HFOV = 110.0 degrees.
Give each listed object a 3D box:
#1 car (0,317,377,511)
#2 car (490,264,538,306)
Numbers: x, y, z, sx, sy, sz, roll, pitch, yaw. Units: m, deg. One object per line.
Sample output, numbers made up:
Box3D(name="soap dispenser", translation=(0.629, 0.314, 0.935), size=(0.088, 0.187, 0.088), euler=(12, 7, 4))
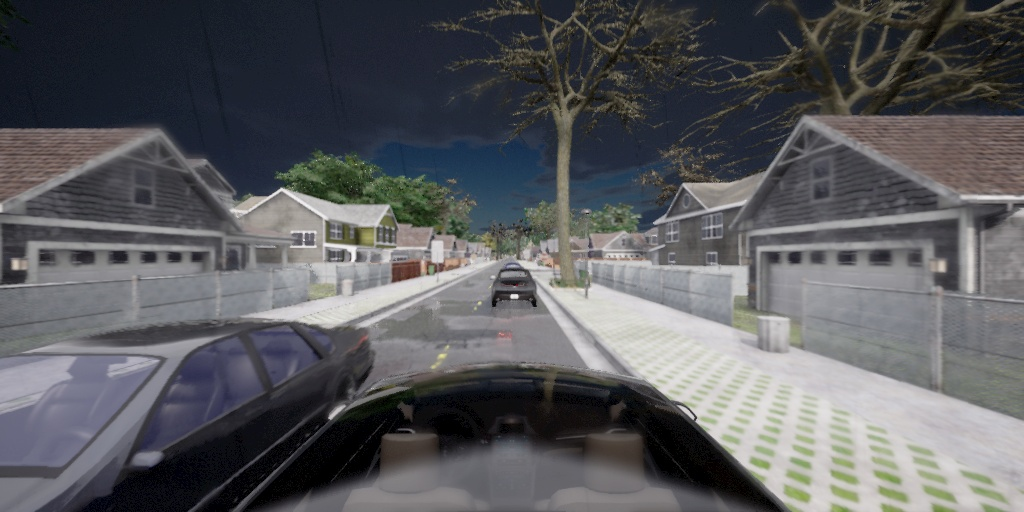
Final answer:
Box3D(name="car", translation=(-2.852, 1.298, 2.884), size=(2.033, 1.411, 5.357), euler=(0, 0, 0))
Box3D(name="car", translation=(0.095, 1.270, 15.849), size=(1.837, 1.490, 4.892), euler=(0, 0, 0))
